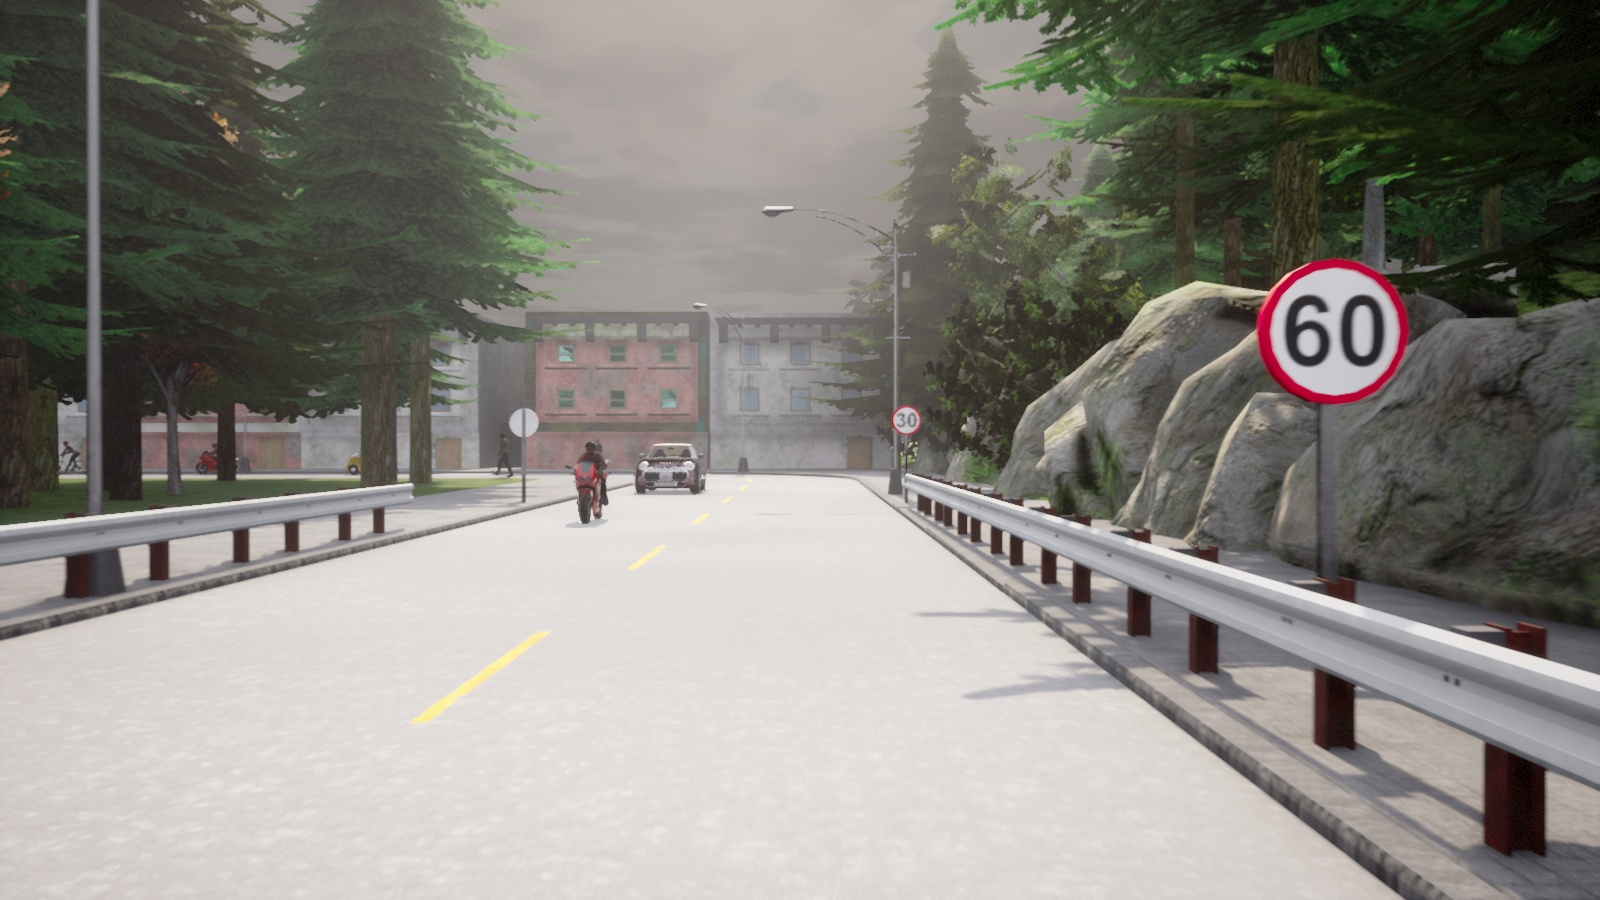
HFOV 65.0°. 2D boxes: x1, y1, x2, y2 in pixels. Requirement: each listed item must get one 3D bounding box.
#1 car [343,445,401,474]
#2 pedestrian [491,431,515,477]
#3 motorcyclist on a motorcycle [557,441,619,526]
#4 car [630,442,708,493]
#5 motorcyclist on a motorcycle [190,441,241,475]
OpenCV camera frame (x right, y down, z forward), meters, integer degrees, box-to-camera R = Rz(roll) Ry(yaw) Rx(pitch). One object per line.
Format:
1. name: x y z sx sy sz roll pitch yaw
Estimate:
1. car: -20.301 0.451 59.605 2.207 1.376 1.481 0 0 1
2. pedestrian: -11.877 0.164 50.226 0.869 1.805 0.328 0 0 1
3. motorcyclist on a motorcycle: -3.928 0.593 23.419 0.797 1.523 2.044 0 0 0
4. car: -3.900 0.494 38.067 1.970 1.475 3.806 0 0 0
5. motorcyclist on a motorcycle: -27.776 0.373 59.675 2.044 1.523 0.797 1 0 0
